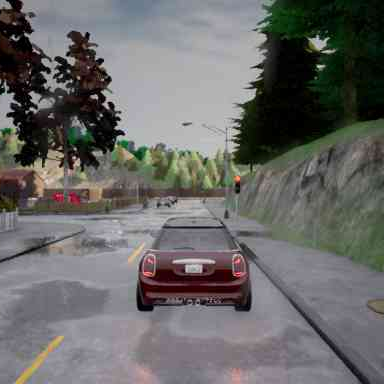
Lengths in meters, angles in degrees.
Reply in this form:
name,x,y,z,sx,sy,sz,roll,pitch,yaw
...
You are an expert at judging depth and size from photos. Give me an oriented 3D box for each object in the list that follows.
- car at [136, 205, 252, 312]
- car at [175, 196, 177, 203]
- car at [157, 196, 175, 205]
name,x,y,z,sx,sy,sz,roll,pitch,yaw
car,0.055,1.352,7.899,2.097,1.767,4.553,0,0,1
car,-4.061,1.526,59.098,1.812,1.442,4.674,0,0,0
car,-4.086,1.491,49.068,2.128,1.511,4.902,0,0,0
